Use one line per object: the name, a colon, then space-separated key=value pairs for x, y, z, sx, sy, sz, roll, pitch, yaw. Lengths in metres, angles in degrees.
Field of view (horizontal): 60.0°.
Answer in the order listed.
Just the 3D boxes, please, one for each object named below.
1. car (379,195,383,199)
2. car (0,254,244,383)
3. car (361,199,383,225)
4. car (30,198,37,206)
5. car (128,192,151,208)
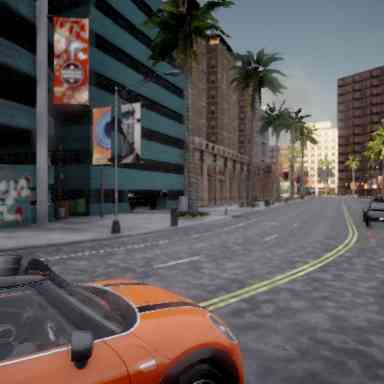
car: x=39.026 y=1.397 z=65.771 sx=2.185 sy=1.767 sz=4.553 roll=0 pitch=0 yaw=24
car: x=-1.689 y=1.358 z=2.811 sx=4.553 sy=1.767 sz=2.097 roll=0 pitch=0 yaw=-36
car: x=13.066 y=1.508 z=23.338 sx=2.128 sy=1.511 sz=4.902 roll=0 pitch=0 yaw=25
car: x=-25.059 y=1.548 z=52.886 sx=1.895 sy=1.301 sz=4.718 roll=0 pitch=0 yaw=24
car: x=-7.815 y=1.090 z=46.140 sx=2.435 sy=2.045 sz=5.566 roll=0 pitch=0 yaw=24
